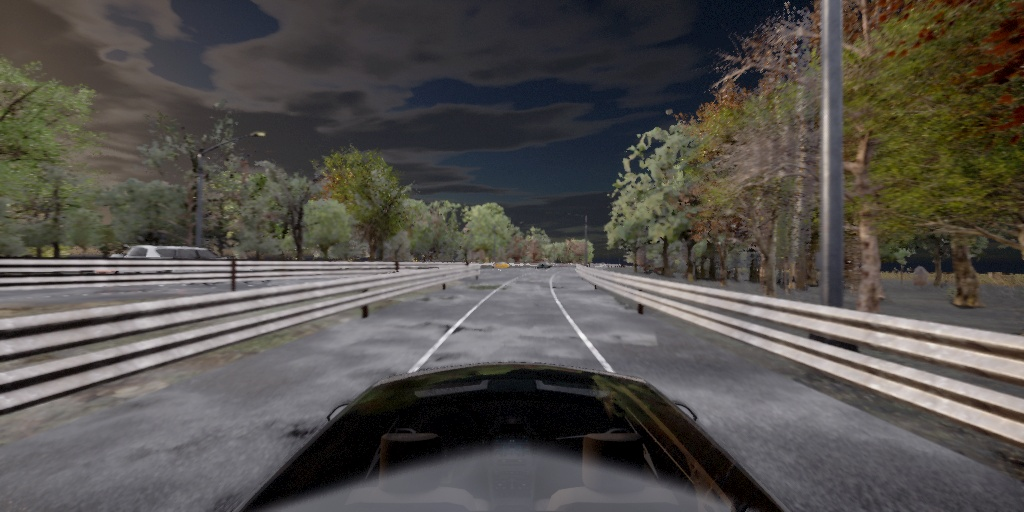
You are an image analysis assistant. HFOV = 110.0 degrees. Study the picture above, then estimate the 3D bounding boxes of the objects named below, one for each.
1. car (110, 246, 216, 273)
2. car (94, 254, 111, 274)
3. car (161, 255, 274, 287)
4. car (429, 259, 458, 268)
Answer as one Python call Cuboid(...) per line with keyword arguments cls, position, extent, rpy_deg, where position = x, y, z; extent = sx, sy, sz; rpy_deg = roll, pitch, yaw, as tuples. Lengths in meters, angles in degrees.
Cuboid(cls="car", position=(-18.624, 0.513, 20.746), extent=(2.150, 2.045, 5.566), rpy_deg=(0, -1, 21))
Cuboid(cls="car", position=(-21.917, 0.634, 21.937), extent=(2.097, 1.767, 4.553), rpy_deg=(0, -1, 21))
Cuboid(cls="car", position=(-15.384, 0.836, 19.430), extent=(1.812, 1.442, 4.674), rpy_deg=(0, -1, 21))
Cuboid(cls="car", position=(-8.815, 1.240, 46.532), extent=(2.097, 1.767, 4.553), rpy_deg=(0, -1, 21))
